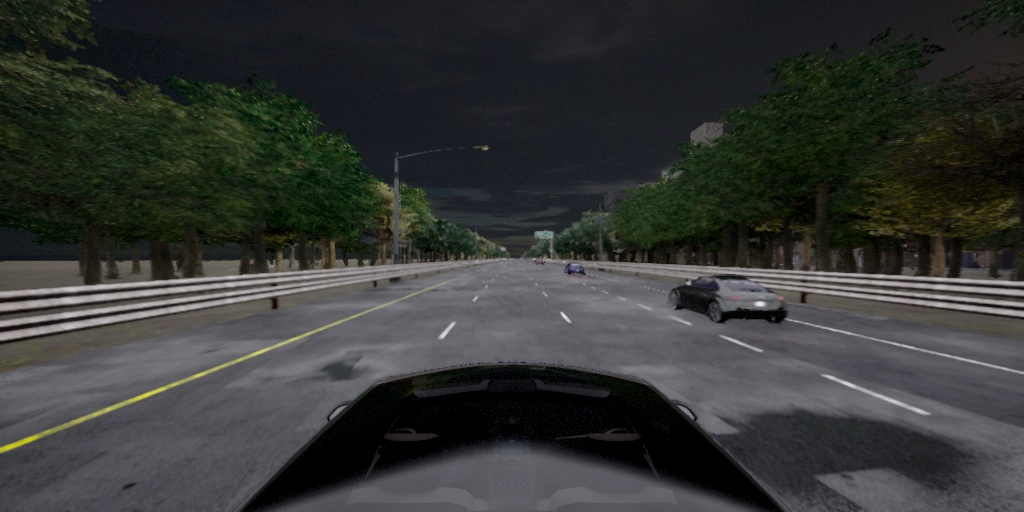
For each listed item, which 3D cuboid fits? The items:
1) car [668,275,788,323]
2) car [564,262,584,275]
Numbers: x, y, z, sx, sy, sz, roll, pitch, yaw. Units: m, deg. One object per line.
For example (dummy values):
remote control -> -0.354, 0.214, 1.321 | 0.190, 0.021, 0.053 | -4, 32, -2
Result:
car -> 7.005, 1.335, 12.135 | 1.994, 1.385, 4.181 | 0, 0, 0
car -> 7.079, 1.413, 41.042 | 1.812, 1.442, 4.674 | 0, 0, 0
